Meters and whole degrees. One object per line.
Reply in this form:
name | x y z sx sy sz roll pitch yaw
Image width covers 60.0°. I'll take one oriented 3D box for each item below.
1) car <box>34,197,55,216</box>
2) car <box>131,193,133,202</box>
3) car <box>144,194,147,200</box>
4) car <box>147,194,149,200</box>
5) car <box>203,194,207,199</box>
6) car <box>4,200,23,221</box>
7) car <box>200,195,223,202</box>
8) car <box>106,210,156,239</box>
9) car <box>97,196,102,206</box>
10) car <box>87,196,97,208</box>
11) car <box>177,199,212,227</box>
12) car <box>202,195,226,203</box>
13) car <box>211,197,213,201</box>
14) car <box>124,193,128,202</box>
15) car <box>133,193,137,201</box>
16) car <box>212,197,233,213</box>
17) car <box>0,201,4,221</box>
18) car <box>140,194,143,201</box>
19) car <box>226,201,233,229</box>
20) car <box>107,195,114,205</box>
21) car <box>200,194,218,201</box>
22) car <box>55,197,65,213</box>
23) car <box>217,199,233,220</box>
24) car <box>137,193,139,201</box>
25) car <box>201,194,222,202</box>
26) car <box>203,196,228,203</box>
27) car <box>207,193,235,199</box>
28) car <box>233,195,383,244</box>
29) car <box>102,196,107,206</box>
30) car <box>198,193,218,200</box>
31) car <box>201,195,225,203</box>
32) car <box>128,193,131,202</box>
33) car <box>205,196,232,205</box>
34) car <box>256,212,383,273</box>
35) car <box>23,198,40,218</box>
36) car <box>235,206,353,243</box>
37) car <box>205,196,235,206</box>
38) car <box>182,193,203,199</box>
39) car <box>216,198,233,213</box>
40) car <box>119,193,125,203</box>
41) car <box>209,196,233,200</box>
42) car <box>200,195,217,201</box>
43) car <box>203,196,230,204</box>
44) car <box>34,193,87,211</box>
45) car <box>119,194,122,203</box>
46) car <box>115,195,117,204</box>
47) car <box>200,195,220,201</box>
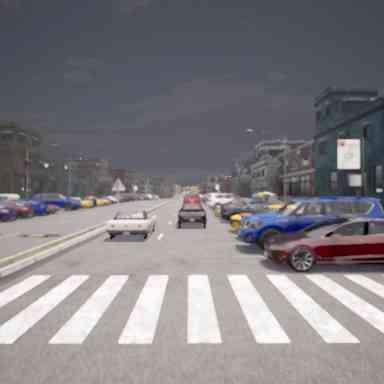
car | -15.683 1.448 30.447 5.008 1.535 2.097 0 0 0
car | -15.847 1.506 71.807 4.792 1.488 2.163 0 0 0
car | -15.760 1.578 91.107 5.366 1.575 1.946 0 0 0
car | -15.927 1.359 93.862 5.566 2.045 2.435 0 -1 0
car | 4.564 1.443 51.966 4.892 1.521 2.231 0 0 0
car | -15.655 1.504 24.802 4.674 1.452 2.002 0 0 0
car | 4.696 1.515 79.632 5.366 1.575 1.946 0 0 0
car | -2.979 1.583 17.326 1.895 1.301 4.718 0 0 0
car | -15.810 1.455 46.989 4.792 1.488 2.163 0 0 0
car | -15.951 1.423 44.230 5.366 1.575 1.946 0 0 0
car | 0.003 1.469 22.647 2.128 1.511 4.902 0 0 0
car | 4.522 1.479 68.640 4.892 1.521 2.231 0 0 0
car | 4.560 1.473 32.389 4.792 1.488 2.163 0 0 0
car | -15.825 1.331 66.294 4.553 1.767 2.185 0 0 0
car | -15.914 1.238 74.566 5.566 2.045 2.435 0 0 0
car | 4.780 1.444 29.609 5.366 1.575 1.946 0 0 0
car | -15.612 1.346 22.174 4.553 1.767 2.185 0 0 0
car | -15.920 1.542 85.594 5.008 1.535 2.097 0 0 0
car | 4.629 1.463 18.500 5.008 1.535 2.097 0 0 0
car | -15.621 1.426 52.509 5.366 1.575 1.946 0 0 0
car | 4.465 1.433 88.093 4.553 1.767 2.185 0 0 0
car | -15.707 1.481 33.205 4.674 1.452 2.002 0 0 0
car | 4.609 1.455 24.176 5.008 1.535 2.097 0 0 0
car | -15.935 1.545 80.079 4.792 1.488 2.163 0 0 0
car | 4.487 1.382 76.971 4.553 1.767 2.185 0 0 0
car | 4.562 1.498 65.862 4.792 1.488 2.163 0 0 0
car | 4.603 1.312 43.540 4.553 1.767 2.185 0 0 0
car | 4.622 1.219 12.941 5.566 2.045 2.435 0 0 0
car | -15.981 1.423 49.745 5.366 1.575 1.946 0 0 0
car | 4.458 1.353 93.647 5.566 2.045 2.435 0 -1 0
car | 4.529 1.486 71.420 5.008 1.535 2.097 0 0 0
car | -15.861 1.466 69.051 5.008 1.535 2.097 0 0 0
car | 4.545 1.490 57.525 4.674 1.452 2.002 0 0 0
car | 4.634 1.503 10.161 4.792 1.488 2.163 0 0 0
car | -15.671 1.495 27.690 4.674 1.452 2.002 0 0 0
car | 4.630 1.468 15.721 4.892 1.521 2.231 0 0 0
car | 4.581 1.475 54.746 4.792 1.488 2.163 0 0 0
car | -0.032 1.176 41.791 2.150 2.045 5.566 0 0 0
car | 4.628 1.481 26.831 4.792 1.488 2.163 0 0 0
car | -15.876 1.478 63.537 4.792 1.488 2.163 0 0 0
car | 4.556 1.470 35.166 4.792 1.488 2.163 0 0 0
car | 4.490 1.618 90.869 4.674 1.452 2.002 0 0 0
car | 4.533 1.462 62.958 5.008 1.535 2.097 0 0 0
car | -15.706 1.180 38.718 5.566 2.045 2.435 0 0 0
car | -15.834 1.482 60.743 4.674 1.452 2.002 0 0 0
car | -15.797 1.465 58.021 4.792 1.488 2.163 0 0 0
car | 4.512 1.531 82.411 4.892 1.521 2.231 0 0 0
